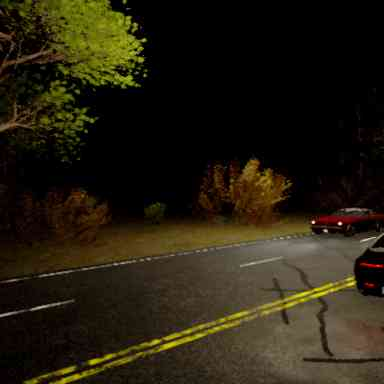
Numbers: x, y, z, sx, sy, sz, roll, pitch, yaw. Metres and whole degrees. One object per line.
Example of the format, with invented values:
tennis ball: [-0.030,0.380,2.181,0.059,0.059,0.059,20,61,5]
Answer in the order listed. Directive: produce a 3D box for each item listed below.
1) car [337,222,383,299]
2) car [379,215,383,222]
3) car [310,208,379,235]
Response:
car: [5.517,1.398,7.394,4.892,1.490,1.837,-4,-3,-35]
car: [11.308,1.363,15.649,5.357,1.411,2.033,-2,-1,-35]
car: [8.340,1.544,17.551,4.718,1.301,1.895,-2,-1,-35]
